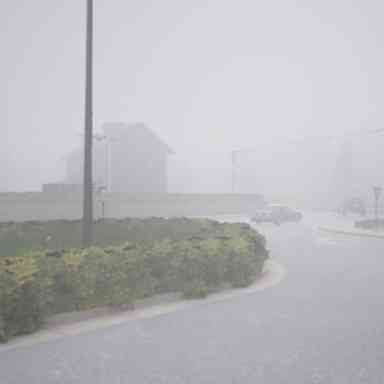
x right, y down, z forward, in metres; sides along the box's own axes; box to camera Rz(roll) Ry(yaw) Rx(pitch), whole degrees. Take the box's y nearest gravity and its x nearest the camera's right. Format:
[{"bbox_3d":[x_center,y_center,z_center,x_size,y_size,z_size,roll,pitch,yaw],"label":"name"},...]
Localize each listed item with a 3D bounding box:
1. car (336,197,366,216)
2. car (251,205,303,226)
[{"bbox_3d":[17.676,1.541,37.072,2.150,2.045,5.566,1,0,15],"label":"car"},{"bbox_3d":[6.571,1.724,25.499,2.033,1.411,5.357,0,-1,42],"label":"car"}]
